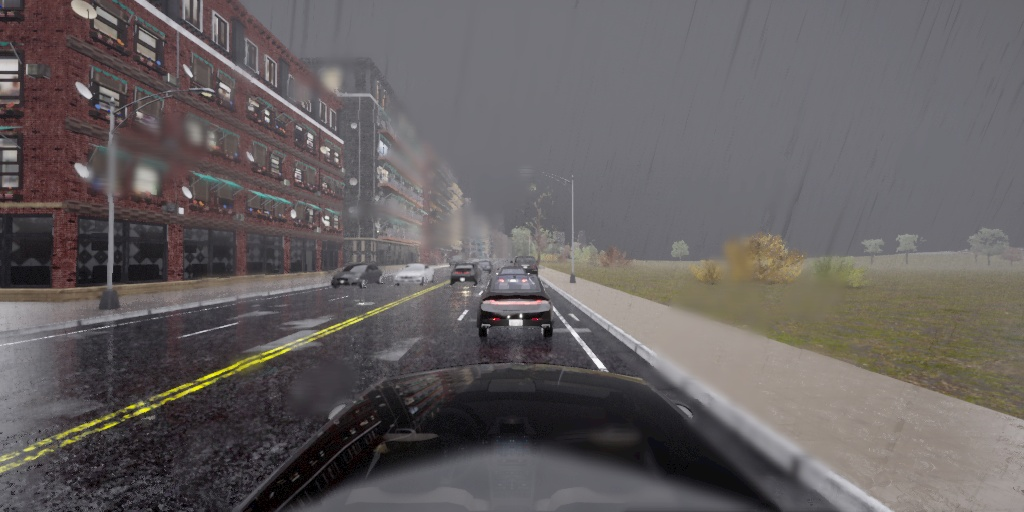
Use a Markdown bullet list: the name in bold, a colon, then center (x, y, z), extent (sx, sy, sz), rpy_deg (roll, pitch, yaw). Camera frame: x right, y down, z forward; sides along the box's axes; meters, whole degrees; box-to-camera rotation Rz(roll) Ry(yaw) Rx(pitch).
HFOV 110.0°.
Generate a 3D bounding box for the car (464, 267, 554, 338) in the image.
- **car**: center (0.076, 1.243, 10.249), extent (2.128, 1.511, 4.902), rpy_deg (0, 0, 0)

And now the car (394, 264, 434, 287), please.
- **car**: center (-6.682, 1.279, 25.004), extent (1.812, 1.442, 4.674), rpy_deg (0, 0, 0)

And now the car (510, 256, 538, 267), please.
- **car**: center (1.052, 0.979, 30.902), extent (2.150, 2.045, 5.566), rpy_deg (0, 0, 0)

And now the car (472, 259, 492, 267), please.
- **car**: center (-3.274, 1.300, 43.379), extent (2.033, 1.411, 5.357), rpy_deg (0, 0, 0)

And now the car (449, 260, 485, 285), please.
- **car**: center (-3.220, 1.259, 25.701), extent (1.837, 1.490, 4.892), rpy_deg (0, 0, 0)

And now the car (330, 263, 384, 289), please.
- **car**: center (-9.913, 1.258, 23.333), extent (1.837, 1.490, 4.892), rpy_deg (0, 0, 0)

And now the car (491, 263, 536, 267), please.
- **car**: center (0.049, 1.300, 20.689), extent (2.033, 1.411, 5.357), rpy_deg (0, 0, 0)
